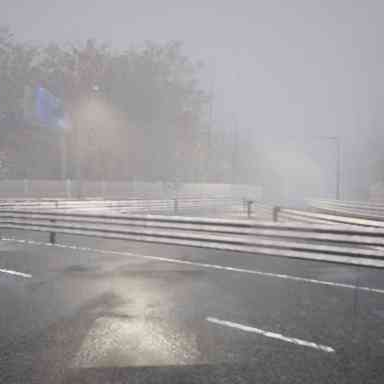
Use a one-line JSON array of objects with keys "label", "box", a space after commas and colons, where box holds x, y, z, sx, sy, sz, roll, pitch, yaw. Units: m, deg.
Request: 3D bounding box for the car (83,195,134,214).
[{"label": "car", "box": [-7.532, 1.112, 30.117, 4.553, 1.767, 2.097, 0, 0, -32]}]
